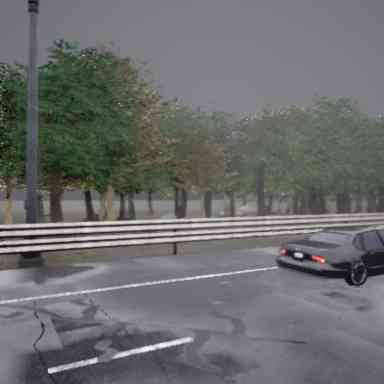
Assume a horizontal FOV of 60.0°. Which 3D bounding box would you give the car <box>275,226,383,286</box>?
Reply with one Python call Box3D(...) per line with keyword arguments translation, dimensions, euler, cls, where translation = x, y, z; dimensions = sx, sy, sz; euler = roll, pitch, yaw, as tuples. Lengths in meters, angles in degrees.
Box3D(translation=(4.997, 1.717, 9.808), dimensions=(5.357, 1.411, 2.033), euler=(1, -1, -27), cls="car")
